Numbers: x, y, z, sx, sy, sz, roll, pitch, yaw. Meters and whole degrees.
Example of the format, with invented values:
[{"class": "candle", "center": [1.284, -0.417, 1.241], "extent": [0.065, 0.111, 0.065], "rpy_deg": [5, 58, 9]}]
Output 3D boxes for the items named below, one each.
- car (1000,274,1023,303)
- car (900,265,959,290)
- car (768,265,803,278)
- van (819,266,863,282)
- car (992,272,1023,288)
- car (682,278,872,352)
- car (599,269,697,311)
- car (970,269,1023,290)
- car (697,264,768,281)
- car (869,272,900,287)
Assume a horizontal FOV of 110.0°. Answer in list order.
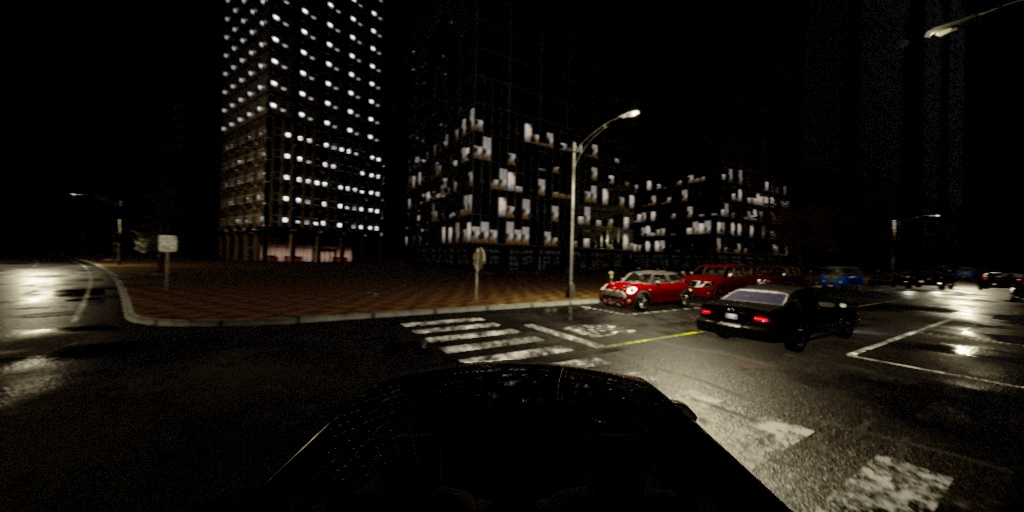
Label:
[{"class": "car", "center": [29.229, 1.930, 19.898], "extent": [4.403, 1.370, 2.007], "rpy_deg": [0, 0, -32]}, {"class": "car", "center": [35.440, 1.758, 30.405], "extent": [5.566, 2.045, 2.150], "rpy_deg": [1, 0, -32]}, {"class": "car", "center": [15.204, 1.426, 21.096], "extent": [5.009, 1.841, 2.192], "rpy_deg": [0, 0, -32]}, {"class": "van", "center": [24.815, 1.662, 27.022], "extent": [3.998, 1.789, 1.690], "rpy_deg": [0, 0, -32]}, {"class": "car", "center": [49.955, 2.375, 35.742], "extent": [5.357, 1.411, 2.033], "rpy_deg": [1, 0, -31]}, {"class": "car", "center": [7.075, 1.451, 9.396], "extent": [5.357, 1.411, 2.033], "rpy_deg": [1, 0, -32]}, {"class": "car", "center": [5.592, 1.338, 15.171], "extent": [4.097, 1.591, 1.967], "rpy_deg": [0, 0, -32]}, {"class": "car", "center": [41.076, 2.134, 30.252], "extent": [4.902, 1.511, 2.128], "rpy_deg": [1, 0, -31]}, {"class": "car", "center": [10.398, 1.320, 18.133], "extent": [5.009, 1.841, 2.192], "rpy_deg": [0, 0, -32]}, {"class": "car", "center": [34.427, 2.108, 32.948], "extent": [4.207, 1.307, 1.802], "rpy_deg": [0, 0, -32]}]
